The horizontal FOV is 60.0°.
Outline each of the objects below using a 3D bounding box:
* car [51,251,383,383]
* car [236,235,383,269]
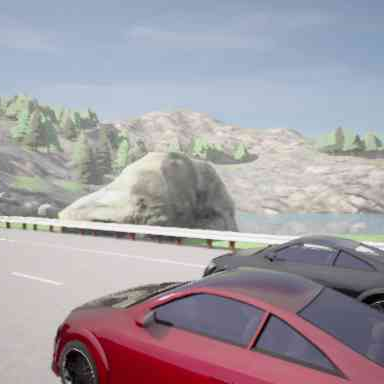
[{"bbox_3d":[0.392,1.559,3.569,4.181,1.385,1.994,0,0,35],"label":"car"},{"bbox_3d":[2.279,1.552,6.519,4.181,1.385,1.994,0,0,35],"label":"car"}]
